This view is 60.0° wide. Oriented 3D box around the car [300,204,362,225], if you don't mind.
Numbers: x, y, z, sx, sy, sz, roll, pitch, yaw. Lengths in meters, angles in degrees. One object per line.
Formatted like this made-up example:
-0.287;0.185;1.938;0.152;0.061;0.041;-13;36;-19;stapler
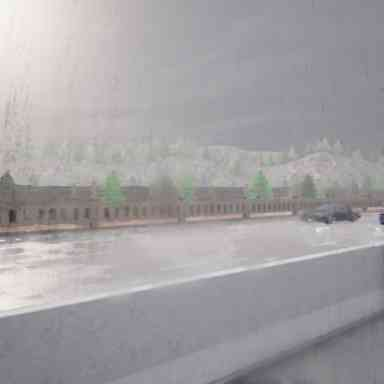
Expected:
10.168;1.548;24.126;5.357;1.411;2.033;0;0;-35;car

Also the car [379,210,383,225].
15.016;1.479;23.198;5.008;1.535;1.882;0;0;-34;car
